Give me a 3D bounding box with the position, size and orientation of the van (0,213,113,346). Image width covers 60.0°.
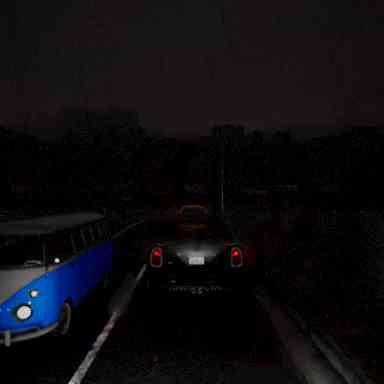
[{"bbox_3d":[-2.660,1.341,6.193,1.690,1.788,3.998,-1,0,0],"label":"van"}]

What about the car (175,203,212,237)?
[{"bbox_3d":[0.055,1.481,19.237,1.882,1.535,5.008,0,0,0],"label":"car"}]

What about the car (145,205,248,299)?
[{"bbox_3d":[0.082,1.352,8.595,2.097,1.767,4.553,0,0,0],"label":"car"}]
